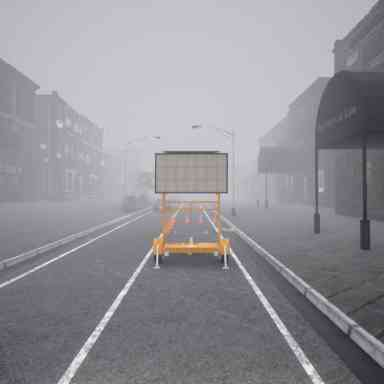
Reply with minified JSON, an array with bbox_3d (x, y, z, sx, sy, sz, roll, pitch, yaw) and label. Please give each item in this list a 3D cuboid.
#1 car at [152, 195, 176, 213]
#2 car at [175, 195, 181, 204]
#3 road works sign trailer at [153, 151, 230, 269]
[{"bbox_3d":[-3.213,1.440,36.482,2.128,1.511,4.902,0,0,0],"label":"car"},{"bbox_3d":[-3.196,1.365,63.395,2.097,1.767,4.553,0,0,0],"label":"car"},{"bbox_3d":[-0.019,0.443,11.097,2.380,3.560,2.880,0,0,0],"label":"road works sign trailer"}]
